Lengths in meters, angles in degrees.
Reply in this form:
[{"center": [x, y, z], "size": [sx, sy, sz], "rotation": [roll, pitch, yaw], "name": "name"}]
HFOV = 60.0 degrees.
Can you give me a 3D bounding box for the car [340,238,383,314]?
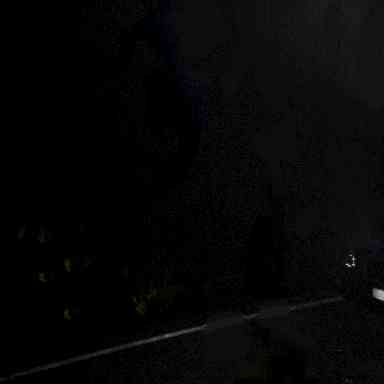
[{"center": [5.378, 1.229, 6.107], "size": [5.566, 2.045, 2.150], "rotation": [1, 1, -24], "name": "car"}]
